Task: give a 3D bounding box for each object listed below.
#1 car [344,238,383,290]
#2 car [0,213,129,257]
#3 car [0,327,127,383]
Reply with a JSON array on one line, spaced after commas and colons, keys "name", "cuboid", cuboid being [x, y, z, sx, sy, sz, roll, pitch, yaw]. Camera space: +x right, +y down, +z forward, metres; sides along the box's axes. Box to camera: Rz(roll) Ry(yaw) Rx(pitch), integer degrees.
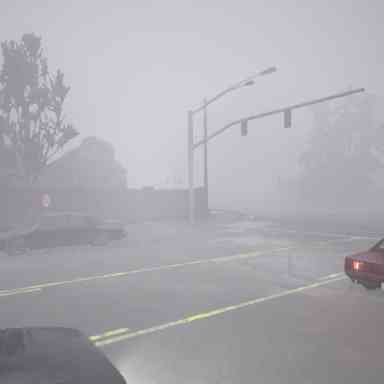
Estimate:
[{"name": "car", "cuboid": [5.708, 1.597, 7.801, 4.718, 1.301, 1.895, 0, 0, -35]}, {"name": "car", "cuboid": [-5.232, 1.546, 13.139, 5.357, 1.411, 2.033, 0, 0, -35]}, {"name": "car", "cuboid": [-2.940, 1.545, 1.641, 5.357, 1.411, 2.033, 0, 0, -35]}]
